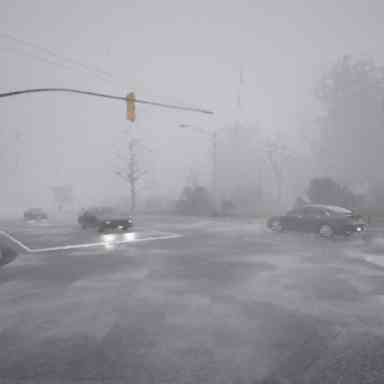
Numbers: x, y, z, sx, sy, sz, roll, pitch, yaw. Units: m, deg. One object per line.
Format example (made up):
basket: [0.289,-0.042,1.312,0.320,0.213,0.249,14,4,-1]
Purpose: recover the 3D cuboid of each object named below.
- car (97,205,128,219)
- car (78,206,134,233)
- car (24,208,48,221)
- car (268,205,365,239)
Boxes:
car: [-9.216,2.266,38.168,1.994,1.385,4.181,0,-3,-35]
car: [-5.536,1.638,20.725,2.033,1.411,5.357,0,-1,-35]
car: [-18.207,2.579,38.590,2.033,1.411,5.357,0,-3,-35]
car: [6.011,1.408,16.726,1.837,1.490,4.892,0,0,-35]
